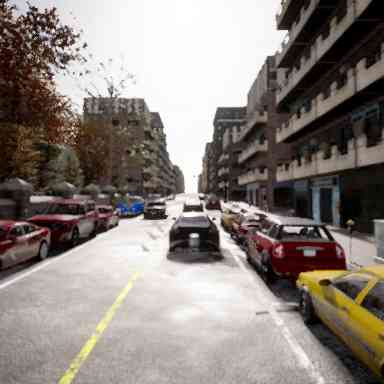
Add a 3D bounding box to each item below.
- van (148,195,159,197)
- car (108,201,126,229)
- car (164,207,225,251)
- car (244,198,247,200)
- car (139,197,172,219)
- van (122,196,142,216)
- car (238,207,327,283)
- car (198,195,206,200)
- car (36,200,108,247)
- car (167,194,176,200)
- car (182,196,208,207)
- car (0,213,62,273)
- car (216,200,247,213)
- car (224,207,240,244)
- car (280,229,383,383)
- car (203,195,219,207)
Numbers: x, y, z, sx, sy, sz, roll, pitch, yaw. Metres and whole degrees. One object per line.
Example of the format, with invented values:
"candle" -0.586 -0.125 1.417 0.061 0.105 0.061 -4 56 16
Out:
"van" -5.629 1.270 48.249 1.690 1.788 3.998 1 0 0
"car" -5.672 1.514 20.631 1.887 1.381 4.507 1 0 0
"car" 0.091 1.543 14.050 1.994 1.385 4.181 0 0 0
"car" 13.658 1.490 74.375 4.097 1.590 1.967 0 -1 1
"car" -3.093 1.462 29.005 1.837 1.490 4.892 0 0 0
"van" -5.674 1.294 31.678 1.690 1.788 3.998 1 0 0
"car" 2.708 1.426 9.583 1.967 1.590 4.097 1 0 0
"car" 2.722 1.419 91.835 2.008 1.369 4.403 1 0 0
"car" -5.669 1.292 15.107 2.192 1.841 5.009 1 0 0
"car" -5.658 1.401 86.024 1.752 1.417 4.829 1 0 0
"car" 0.100 1.445 31.274 2.128 1.511 4.902 0 0 0
"car" -5.674 1.530 9.585 1.887 1.381 4.507 1 0 0
"car" 2.708 1.494 20.799 1.752 1.417 4.829 1 0 0
"car" 2.706 1.559 15.106 1.802 1.307 4.206 1 0 0
"car" 2.705 1.519 4.229 1.752 1.417 4.829 1 0 0
"car" 2.684 1.377 42.722 1.967 1.590 4.097 1 0 0
